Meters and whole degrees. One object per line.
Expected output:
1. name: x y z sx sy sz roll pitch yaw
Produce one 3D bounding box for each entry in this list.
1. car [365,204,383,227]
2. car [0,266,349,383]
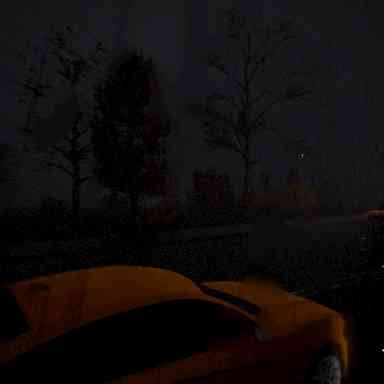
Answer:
1. car: 12.937 1.423 21.240 5.008 1.535 1.882 0 0 -37
2. car: -0.525 1.475 3.074 5.008 1.535 1.882 0 0 -36
